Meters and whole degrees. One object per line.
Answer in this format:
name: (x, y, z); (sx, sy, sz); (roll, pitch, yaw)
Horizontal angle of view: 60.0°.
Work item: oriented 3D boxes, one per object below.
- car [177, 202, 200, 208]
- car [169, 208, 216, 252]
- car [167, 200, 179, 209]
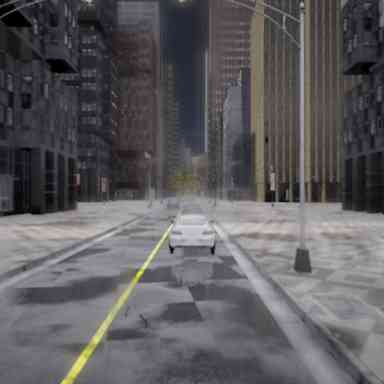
car: (0.020, 1.807, 28.984); (2.033, 1.411, 5.357); (0, 0, 0)
car: (0.015, 1.657, 14.371); (1.812, 1.442, 4.674); (0, 0, 0)
car: (-2.970, 1.944, 53.233); (1.882, 1.535, 5.008); (0, -1, 0)
